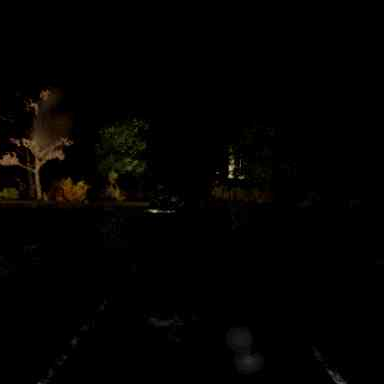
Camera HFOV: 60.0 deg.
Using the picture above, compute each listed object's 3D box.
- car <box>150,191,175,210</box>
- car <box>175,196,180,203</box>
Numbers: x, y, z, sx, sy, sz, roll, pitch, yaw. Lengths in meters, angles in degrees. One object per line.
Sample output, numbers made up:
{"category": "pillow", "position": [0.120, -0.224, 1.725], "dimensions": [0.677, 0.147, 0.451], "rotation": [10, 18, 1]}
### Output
{"category": "car", "position": [-3.499, 0.961, 38.753], "dimensions": [2.150, 2.045, 5.566], "rotation": [1, 0, 0]}
{"category": "car", "position": [-3.662, 1.493, 71.017], "dimensions": [1.812, 1.442, 4.674], "rotation": [0, 0, -1]}
